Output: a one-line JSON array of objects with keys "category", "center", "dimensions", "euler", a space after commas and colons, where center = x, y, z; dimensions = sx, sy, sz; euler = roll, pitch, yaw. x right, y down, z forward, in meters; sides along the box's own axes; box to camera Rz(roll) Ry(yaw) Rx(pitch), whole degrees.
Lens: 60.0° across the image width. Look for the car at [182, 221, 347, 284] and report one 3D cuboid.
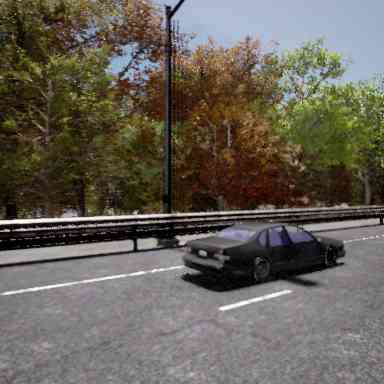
[{"category": "car", "center": [2.304, 1.583, 9.745], "dimensions": [5.357, 1.411, 2.033], "euler": [0, 0, -36]}]
